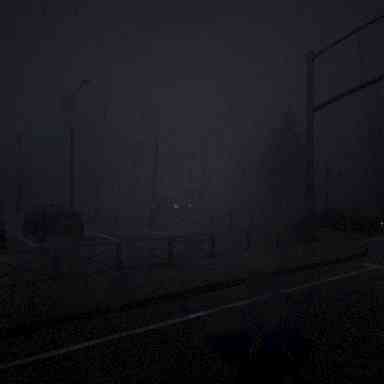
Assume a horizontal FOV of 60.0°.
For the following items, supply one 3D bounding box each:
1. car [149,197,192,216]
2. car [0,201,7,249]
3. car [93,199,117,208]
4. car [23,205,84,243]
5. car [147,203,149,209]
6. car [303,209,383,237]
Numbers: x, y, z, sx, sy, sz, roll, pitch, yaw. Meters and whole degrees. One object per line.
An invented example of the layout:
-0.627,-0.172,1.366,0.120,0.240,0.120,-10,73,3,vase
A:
-1.972,1.352,33.021,2.097,1.767,4.553,0,0,-36,car
-8.921,1.331,13.398,2.152,1.636,5.027,0,0,-36,car
-12.384,1.653,47.281,1.895,1.301,4.718,0,0,-36,car
-6.410,1.340,15.279,2.007,1.523,4.514,0,0,-36,car
-3.872,1.526,41.812,1.812,1.442,4.674,0,0,-36,car
8.616,1.601,18.261,1.895,1.301,4.718,0,0,-33,car
